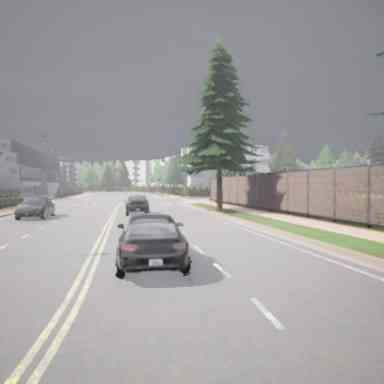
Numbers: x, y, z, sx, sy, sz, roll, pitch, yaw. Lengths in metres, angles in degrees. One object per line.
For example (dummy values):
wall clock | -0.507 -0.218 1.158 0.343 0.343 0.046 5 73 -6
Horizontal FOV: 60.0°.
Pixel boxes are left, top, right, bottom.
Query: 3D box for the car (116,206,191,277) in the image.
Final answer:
car | -1.173 1.357 9.639 1.812 1.442 4.674 0 1 -9

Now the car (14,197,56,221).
car | -11.035 1.134 23.669 1.837 1.490 4.892 0 1 -11

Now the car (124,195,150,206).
car | -4.485 1.039 27.183 1.837 1.490 4.892 0 1 -11
